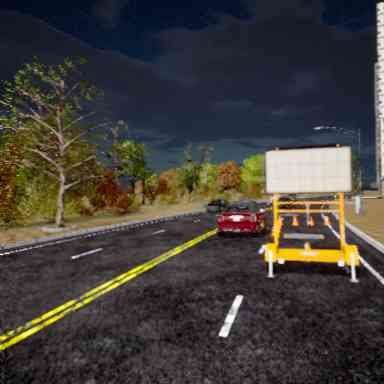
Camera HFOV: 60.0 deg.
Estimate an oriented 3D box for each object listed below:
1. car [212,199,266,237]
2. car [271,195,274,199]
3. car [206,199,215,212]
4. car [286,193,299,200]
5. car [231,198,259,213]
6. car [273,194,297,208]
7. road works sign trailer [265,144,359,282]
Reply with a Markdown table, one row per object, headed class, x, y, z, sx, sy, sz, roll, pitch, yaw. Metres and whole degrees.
| class | x | y | z | sx | sy | sz | roll | pitch | yaw |
| --- | --- | --- | --- | --- | --- | --- | --- | --- | --- |
| car | 2.847 | 1.371 | 18.437 | 2.097 | 1.767 | 4.553 | -1 | 0 | 17 |
| car | 19.610 | 1.218 | 76.729 | 1.812 | 1.442 | 4.674 | -1 | 0 | 27 |
| car | 3.110 | 1.600 | 39.500 | 1.837 | 1.490 | 4.892 | -1 | 0 | 21 |
| car | 23.125 | 0.960 | 76.475 | 1.837 | 1.490 | 4.892 | -1 | 0 | 27 |
| car | 6.200 | 1.523 | 38.475 | 2.128 | 1.511 | 4.902 | -1 | 0 | 21 |
| car | 13.027 | 1.407 | 46.485 | 1.882 | 1.535 | 5.008 | -1 | -1 | 22 |
| road works sign trailer | 3.420 | 0.437 | 9.850 | 2.380 | 3.560 | 2.880 | -1 | 0 | 17 |
